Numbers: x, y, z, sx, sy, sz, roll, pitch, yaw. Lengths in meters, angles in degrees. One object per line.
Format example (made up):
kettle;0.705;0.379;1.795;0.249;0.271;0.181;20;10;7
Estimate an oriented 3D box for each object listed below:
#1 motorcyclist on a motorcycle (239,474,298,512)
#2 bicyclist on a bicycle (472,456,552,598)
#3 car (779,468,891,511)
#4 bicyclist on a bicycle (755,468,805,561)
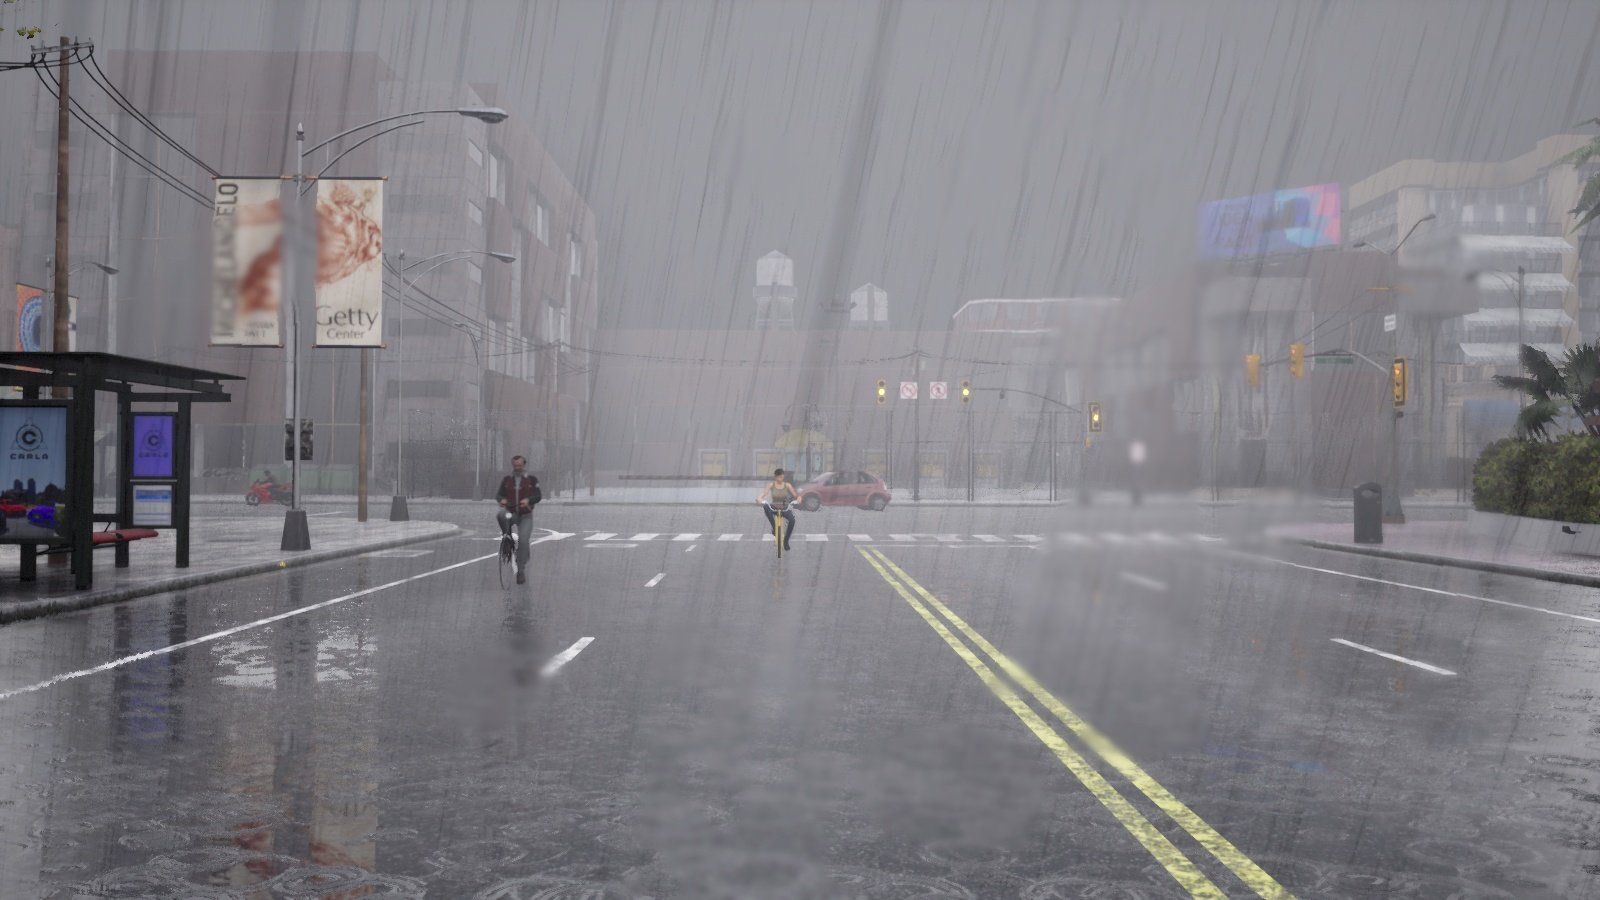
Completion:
motorcyclist on a motorcycle;-21.785;1.749;51.488;2.044;1.523;0.797;0;-1;0
bicyclist on a bicycle;-3.777;0.980;16.617;0.659;1.776;1.843;0;-1;-1
car;1.368;1.532;49.110;3.988;1.617;1.851;0;-1;-16
bicyclist on a bicycle;-0.360;1.134;22.707;0.866;1.612;1.509;0;-1;-1
